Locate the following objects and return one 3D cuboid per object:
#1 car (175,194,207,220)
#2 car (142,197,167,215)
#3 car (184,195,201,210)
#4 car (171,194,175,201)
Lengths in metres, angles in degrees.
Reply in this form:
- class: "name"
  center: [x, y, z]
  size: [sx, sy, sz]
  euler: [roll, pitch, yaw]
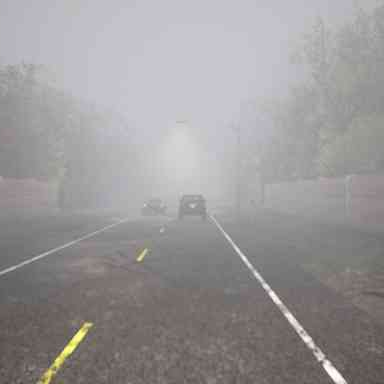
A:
- class: "car"
  center: [0.067, 1.171, 27.335]
  size: [2.150, 2.045, 5.566]
  euler: [0, 0, 1]
- class: "car"
  center: [-3.579, 1.284, 32.328]
  size: [2.097, 1.767, 4.553]
  euler: [1, 0, 0]
- class: "car"
  center: [0.097, 1.253, 42.886]
  size: [2.097, 1.767, 4.553]
  euler: [0, 0, 0]
- class: "car"
  center: [-3.476, 1.144, 72.728]
  size: [1.837, 1.490, 4.892]
  euler: [0, 0, 0]
